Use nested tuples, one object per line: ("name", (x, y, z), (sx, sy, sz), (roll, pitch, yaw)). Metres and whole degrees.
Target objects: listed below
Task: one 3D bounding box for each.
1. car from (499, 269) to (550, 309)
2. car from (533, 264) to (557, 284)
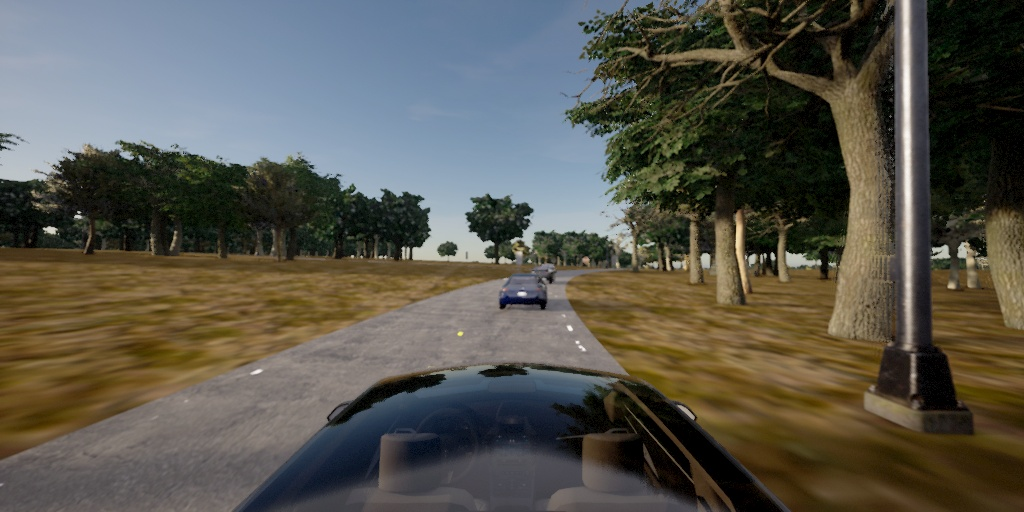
("car", (0.573, 1.456, 15.932), (1.994, 1.385, 4.181), (0, -1, 5))
("car", (2.671, 1.537, 30.646), (2.128, 1.511, 4.902), (0, -1, 11))
